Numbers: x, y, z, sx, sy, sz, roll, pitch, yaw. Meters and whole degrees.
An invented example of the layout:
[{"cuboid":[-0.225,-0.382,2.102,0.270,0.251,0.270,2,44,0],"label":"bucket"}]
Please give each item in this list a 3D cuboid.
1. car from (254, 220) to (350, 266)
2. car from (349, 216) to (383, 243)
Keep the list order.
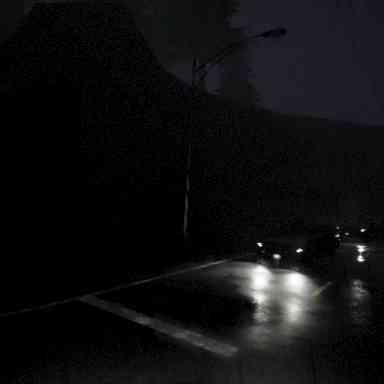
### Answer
[{"cuboid":[4.454,1.873,13.259,2.033,1.411,5.357,3,0,37],"label":"car"},{"cuboid":[10.792,2.264,20.952,4.674,1.442,1.812,4,0,-42],"label":"car"}]
